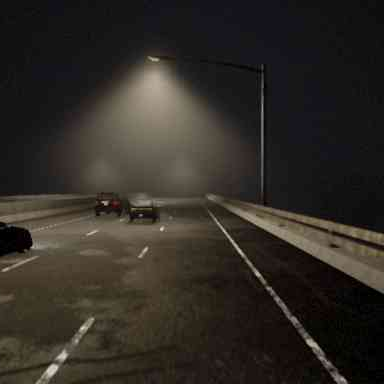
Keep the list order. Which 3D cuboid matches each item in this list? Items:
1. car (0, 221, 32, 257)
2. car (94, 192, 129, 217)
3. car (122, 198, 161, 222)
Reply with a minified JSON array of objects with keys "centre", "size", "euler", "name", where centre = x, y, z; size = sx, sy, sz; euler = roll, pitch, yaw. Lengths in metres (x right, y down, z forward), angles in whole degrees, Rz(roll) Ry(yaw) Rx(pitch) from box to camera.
[{"centre":[-6.894,1.500,10.595],"size":[1.994,1.385,4.181],"euler":[0,0,0],"name":"car"},{"centre":[-6.882,1.043,29.201],"size":[2.150,2.045,5.566],"euler":[0,0,0],"name":"car"},{"centre":[-3.385,1.342,24.501],"size":[2.128,1.511,4.902],"euler":[0,0,0],"name":"car"}]
